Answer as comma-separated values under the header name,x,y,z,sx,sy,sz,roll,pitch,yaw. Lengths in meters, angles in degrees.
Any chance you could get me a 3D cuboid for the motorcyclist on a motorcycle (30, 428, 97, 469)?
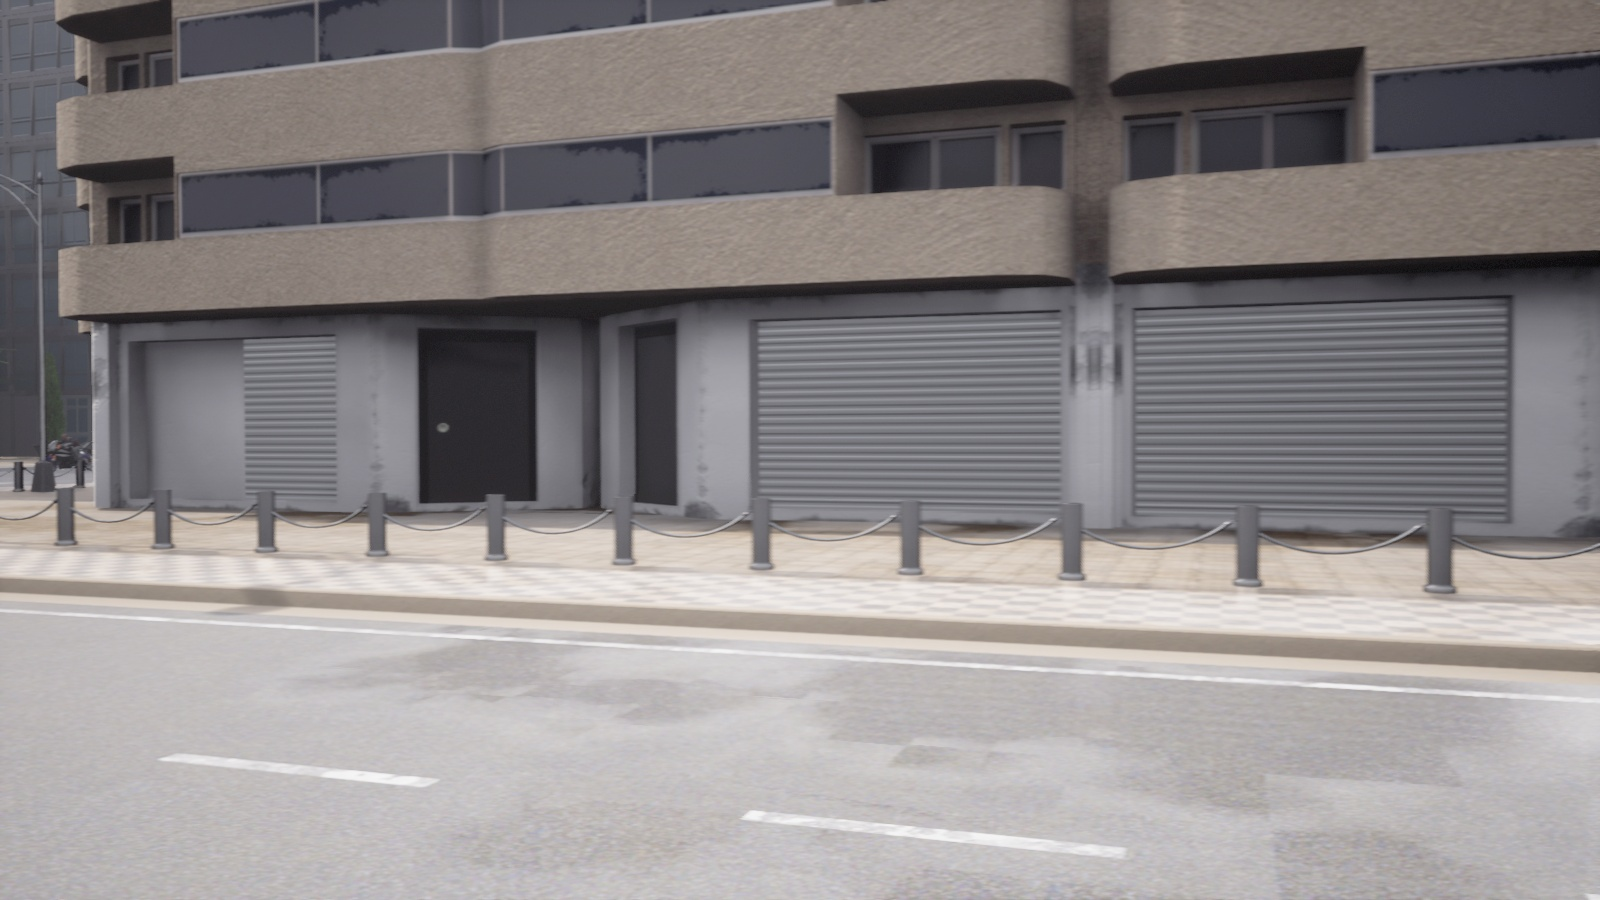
name,x,y,z,sx,sy,sz,roll,pitch,yaw
motorcyclist on a motorcycle,-28.459,-0.078,48.543,0.866,1.530,2.191,1,1,19
